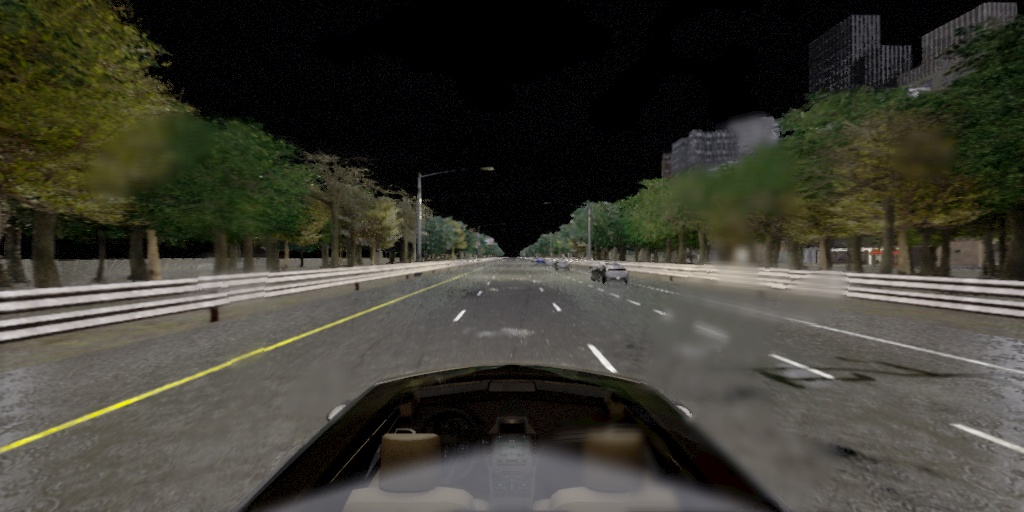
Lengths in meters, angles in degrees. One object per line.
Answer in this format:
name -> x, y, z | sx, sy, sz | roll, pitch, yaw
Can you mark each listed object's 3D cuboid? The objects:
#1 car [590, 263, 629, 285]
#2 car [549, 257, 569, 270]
car -> 7.015, 1.261, 26.117 | 2.128, 1.511, 4.902 | 0, 0, 0
car -> 7.096, 1.293, 52.088 | 2.128, 1.511, 4.902 | 0, 0, 0
